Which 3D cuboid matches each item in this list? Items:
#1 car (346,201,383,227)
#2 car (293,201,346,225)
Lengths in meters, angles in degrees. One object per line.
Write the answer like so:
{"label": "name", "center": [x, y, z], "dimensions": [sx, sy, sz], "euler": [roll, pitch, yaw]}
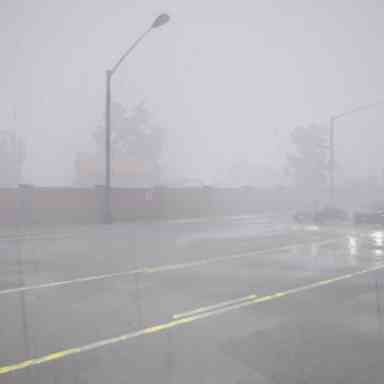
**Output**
{"label": "car", "center": [12.350, 1.324, 21.391], "dimensions": [5.008, 1.535, 1.882], "euler": [-1, 1, -35]}
{"label": "car", "center": [9.125, 1.394, 23.392], "dimensions": [4.674, 1.442, 1.812], "euler": [-1, 1, -35]}
